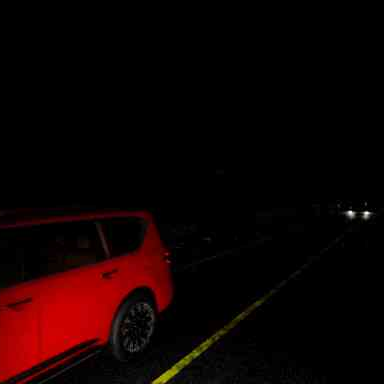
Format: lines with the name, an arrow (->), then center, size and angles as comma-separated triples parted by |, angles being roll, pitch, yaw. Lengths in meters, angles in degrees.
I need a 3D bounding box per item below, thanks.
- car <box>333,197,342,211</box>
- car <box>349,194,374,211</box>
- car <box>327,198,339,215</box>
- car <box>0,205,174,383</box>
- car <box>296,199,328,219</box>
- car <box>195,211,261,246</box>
car -> 16.326, 1.441, 38.865 | 1.967, 1.590, 4.097 | 0, 0, 32
car -> 20.609, 1.419, 40.717 | 2.097, 1.767, 4.553 | 0, 0, 32
car -> 13.420, 1.567, 34.167 | 1.947, 1.339, 4.313 | 0, 0, 32
car -> -2.412, 1.221, 3.697 | 2.150, 2.045, 5.566 | 0, 0, 32
car -> 10.513, 1.583, 29.468 | 1.802, 1.307, 4.206 | 0, 0, 32
car -> 1.793, 1.566, 15.372 | 1.947, 1.339, 4.313 | 0, 0, 32
